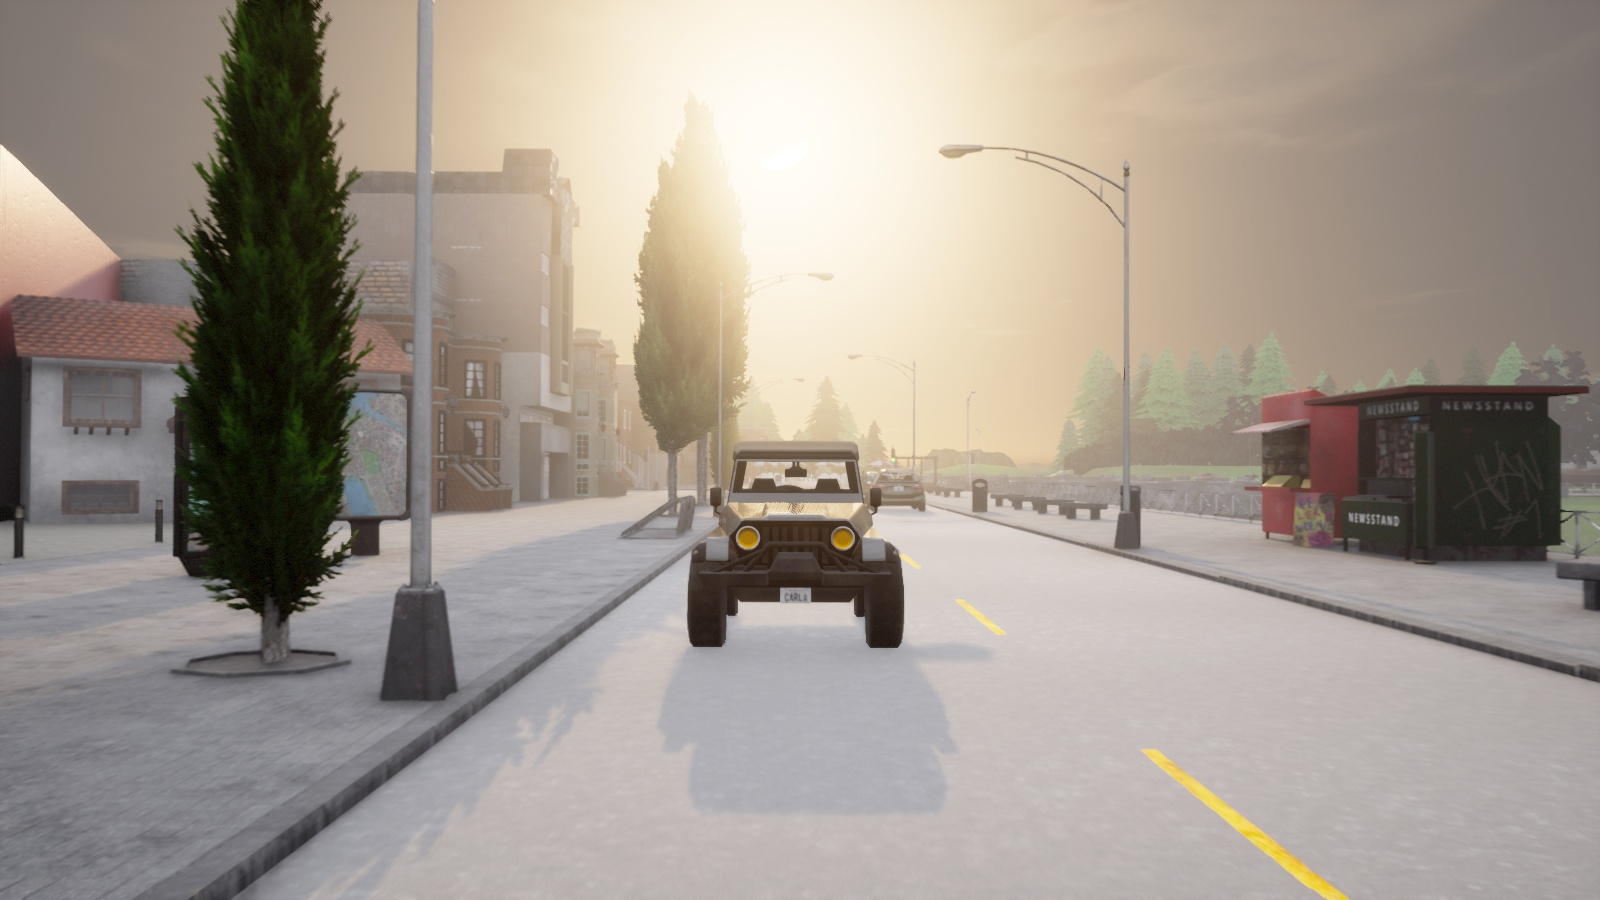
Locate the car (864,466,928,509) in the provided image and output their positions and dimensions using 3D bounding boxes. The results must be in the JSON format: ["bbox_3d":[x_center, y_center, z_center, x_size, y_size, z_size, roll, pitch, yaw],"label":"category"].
[{"bbox_3d":[3.866,1.502,51.300,2.242,1.667,4.611,0,-1,0],"label":"car"}]

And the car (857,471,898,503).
[{"bbox_3d":[3.838,1.826,62.611,1.789,1.549,3.705,0,-1,0],"label":"car"}]

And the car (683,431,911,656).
[{"bbox_3d":[-0.033,0.819,12.470,1.905,1.878,3.866,0,-1,0],"label":"car"}]
